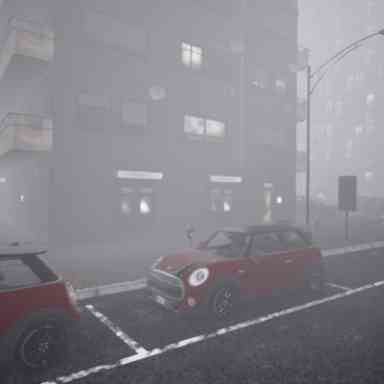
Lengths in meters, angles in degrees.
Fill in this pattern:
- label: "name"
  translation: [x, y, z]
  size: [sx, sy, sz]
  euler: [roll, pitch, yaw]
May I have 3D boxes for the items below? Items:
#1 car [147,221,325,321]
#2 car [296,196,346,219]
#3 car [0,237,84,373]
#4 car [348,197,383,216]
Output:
- label: "car"
  translation: [1.057, 1.493, 7.312]
  size: [4.097, 1.590, 1.967]
  euler: [1, 0, -36]
- label: "car"
  translation: [9.930, 1.267, 28.228]
  size: [2.192, 1.841, 5.009]
  euler: [2, 0, -36]
- label: "car"
  translation: [-3.568, 1.433, 4.012]
  size: [4.097, 1.590, 1.967]
  euler: [1, 0, -36]
- label: "car"
  translation: [16.671, 1.376, 33.203]
  size: [2.192, 1.841, 5.009]
  euler: [2, 0, -36]
